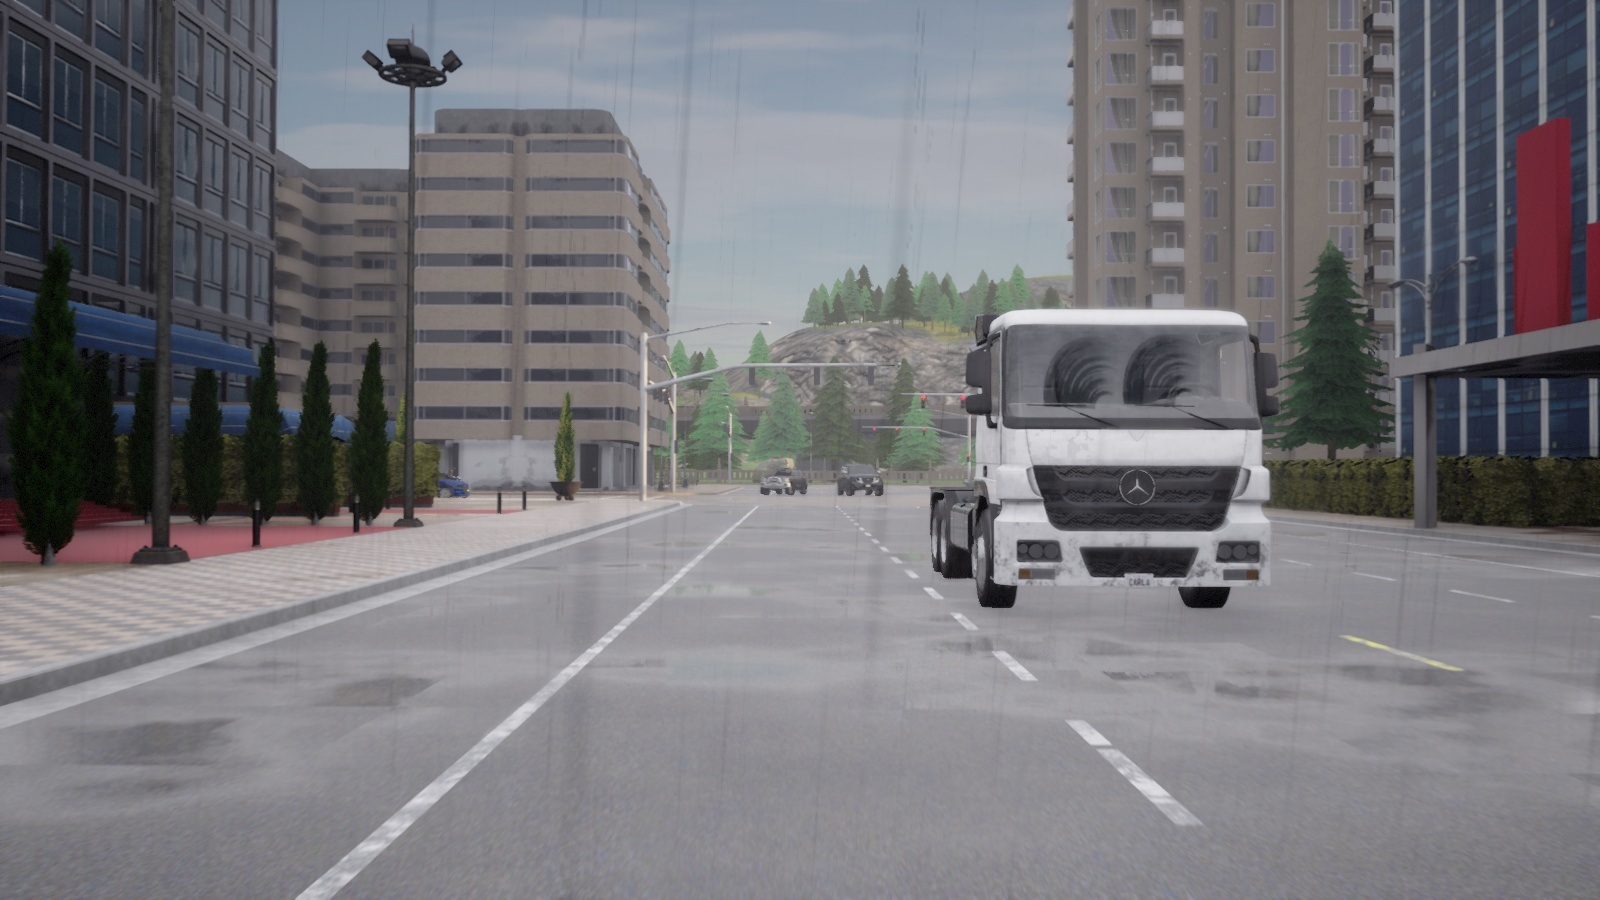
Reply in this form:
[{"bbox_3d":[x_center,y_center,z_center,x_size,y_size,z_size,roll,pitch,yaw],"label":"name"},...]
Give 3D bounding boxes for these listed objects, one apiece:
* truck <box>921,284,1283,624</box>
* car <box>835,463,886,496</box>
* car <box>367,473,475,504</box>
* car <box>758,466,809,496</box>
[{"bbox_3d":[3.465,0.100,16.811,2.891,3.462,7.936,0,-1,0],"label":"truck"},{"bbox_3d":[3.817,1.856,79.924,2.150,2.045,5.566,0,-1,-9],"label":"car"},{"bbox_3d":[-19.437,1.951,64.574,5.008,1.535,1.882,0,-1,0],"label":"car"},{"bbox_3d":[-1.013,1.979,80.289,1.932,1.855,4.605,0,-1,17],"label":"car"}]
